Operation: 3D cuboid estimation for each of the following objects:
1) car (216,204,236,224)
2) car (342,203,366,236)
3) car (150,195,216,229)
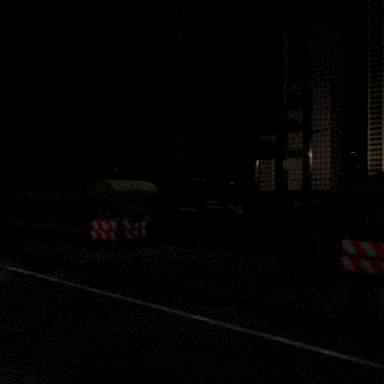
[{"bbox_3d":[0.918,1.159,22.882,3.866,1.878,1.905,0,0,36],"label":"car"},{"bbox_3d":[9.421,1.336,15.797,3.988,1.617,1.851,0,0,36],"label":"car"},{"bbox_3d":[-0.802,1.160,20.495,3.866,1.878,1.905,0,0,36],"label":"car"}]
